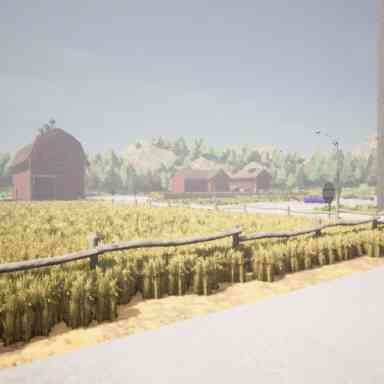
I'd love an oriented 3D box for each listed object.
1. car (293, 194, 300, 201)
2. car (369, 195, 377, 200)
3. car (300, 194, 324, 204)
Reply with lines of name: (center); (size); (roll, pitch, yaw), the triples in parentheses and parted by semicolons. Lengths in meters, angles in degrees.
car: (26.544, 1.170, 80.191); (1.932, 1.855, 4.605); (0, 0, -36)
car: (42.580, 1.150, 75.462); (1.905, 1.878, 3.866); (0, 0, -36)
car: (23.001, 1.370, 61.229); (2.242, 1.667, 4.611); (0, 0, -36)
